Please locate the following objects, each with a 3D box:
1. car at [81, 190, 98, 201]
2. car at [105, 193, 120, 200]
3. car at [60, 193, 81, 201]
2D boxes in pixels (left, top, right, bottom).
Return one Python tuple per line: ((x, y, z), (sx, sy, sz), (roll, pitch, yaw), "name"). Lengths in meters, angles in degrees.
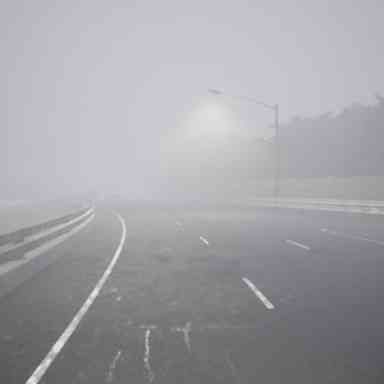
((-20.410, 0.654, 65.353), (2.150, 2.045, 5.566), (-1, 1, -39), "car")
((-16.117, 0.877, 67.245), (1.882, 1.535, 5.008), (0, 1, -29), "car")
((-23.793, 0.934, 63.923), (1.882, 1.535, 5.008), (-1, 1, -42), "car")
